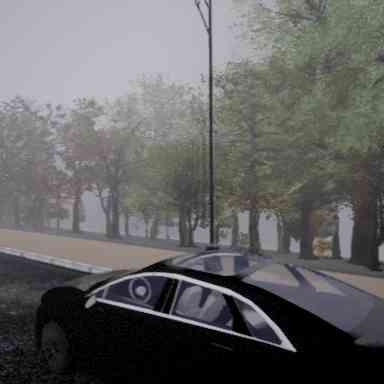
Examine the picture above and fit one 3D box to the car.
[{"bbox_3d":[0.035,1.473,3.865,4.902,1.511,2.128,-1,0,38],"label":"car"}]
